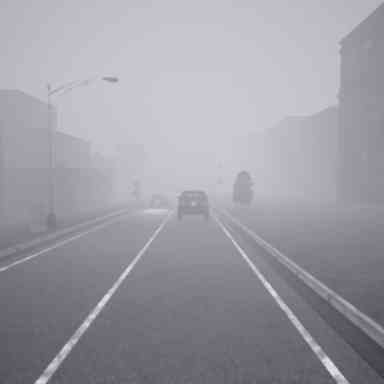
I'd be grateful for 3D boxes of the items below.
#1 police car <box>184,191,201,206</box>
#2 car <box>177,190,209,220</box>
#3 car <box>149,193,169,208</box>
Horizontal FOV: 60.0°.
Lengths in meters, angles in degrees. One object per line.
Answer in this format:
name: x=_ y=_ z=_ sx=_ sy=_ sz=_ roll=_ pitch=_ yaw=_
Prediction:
police car: x=0.051 y=0.745 z=41.898 sx=1.930 sy=1.638 sz=5.238 roll=0 pitch=1 yaw=0
car: x=0.086 y=0.864 z=24.296 sx=2.150 sy=2.045 sz=5.566 roll=0 pitch=1 yaw=0
car: x=-3.600 y=0.895 z=37.204 sx=2.128 sy=1.511 sz=4.902 roll=0 pitch=1 yaw=0
